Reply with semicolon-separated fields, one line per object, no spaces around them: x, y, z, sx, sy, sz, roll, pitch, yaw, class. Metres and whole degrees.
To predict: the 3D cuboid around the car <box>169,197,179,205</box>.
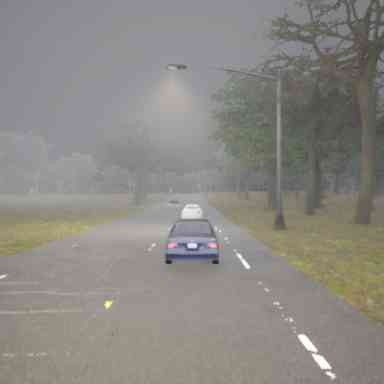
-3.462;1.718;65.037;2.033;1.411;5.357;0;0;0;car

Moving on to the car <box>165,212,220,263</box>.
0.017;1.685;12.523;2.033;1.411;5.357;0;-1;0;car

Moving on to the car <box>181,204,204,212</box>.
0.042;1.785;28.876;1.812;1.442;4.674;0;0;1;car
